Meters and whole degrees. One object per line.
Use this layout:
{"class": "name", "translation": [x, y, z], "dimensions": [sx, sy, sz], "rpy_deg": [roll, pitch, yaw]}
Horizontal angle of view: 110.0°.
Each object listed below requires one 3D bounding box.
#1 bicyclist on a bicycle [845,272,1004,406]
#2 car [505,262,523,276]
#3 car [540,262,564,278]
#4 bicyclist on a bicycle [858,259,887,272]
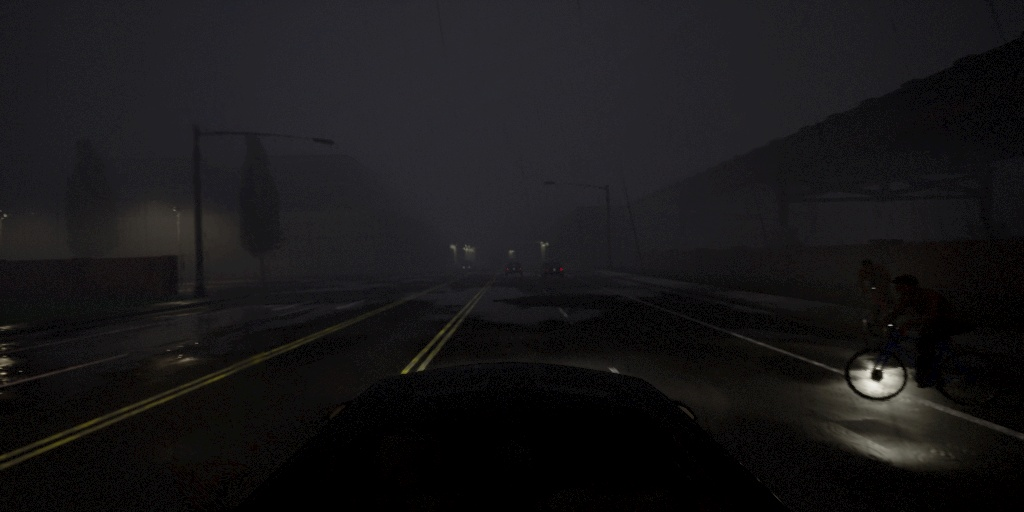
{"class": "bicyclist on a bicycle", "translation": [5.149, 1.061, 4.514], "dimensions": [1.656, 1.620, 0.582], "rpy_deg": [-1, 0, 12]}
{"class": "car", "translation": [0.213, 1.321, 37.657], "dimensions": [2.033, 1.411, 5.357], "rpy_deg": [-2, 0, 0]}
{"class": "car", "translation": [3.652, 1.222, 33.130], "dimensions": [2.033, 1.411, 5.357], "rpy_deg": [-2, 0, 1]}
{"class": "bicyclist on a bicycle", "translation": [8.300, 0.861, 8.119], "dimensions": [1.656, 1.620, 0.582], "rpy_deg": [-7, -8, -35]}
